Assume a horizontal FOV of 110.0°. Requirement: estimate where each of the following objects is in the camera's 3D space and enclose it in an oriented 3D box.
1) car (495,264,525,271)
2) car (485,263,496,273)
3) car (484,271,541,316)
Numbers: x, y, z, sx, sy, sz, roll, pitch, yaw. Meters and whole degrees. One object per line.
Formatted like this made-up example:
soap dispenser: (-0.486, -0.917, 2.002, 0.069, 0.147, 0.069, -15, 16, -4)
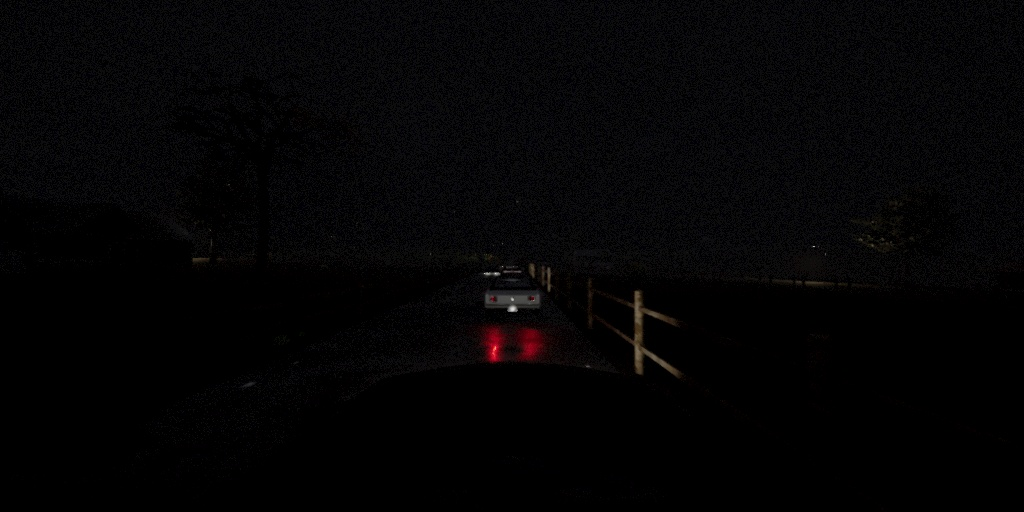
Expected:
car: (0.036, 1.411, 29.339, 2.128, 1.511, 4.902, 0, 0, 1)
car: (-2.858, 1.719, 51.893, 2.033, 1.411, 5.357, 0, -1, 0)
car: (0.037, 1.420, 13.725, 1.895, 1.301, 4.718, 0, 0, 1)
